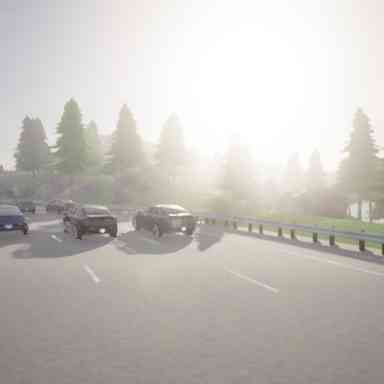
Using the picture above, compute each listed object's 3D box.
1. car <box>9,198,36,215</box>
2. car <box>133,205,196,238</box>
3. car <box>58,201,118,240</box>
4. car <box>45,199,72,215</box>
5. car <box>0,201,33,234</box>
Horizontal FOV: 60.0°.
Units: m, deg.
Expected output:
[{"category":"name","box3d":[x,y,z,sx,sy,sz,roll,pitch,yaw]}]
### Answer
[{"category":"car","box3d":[-16.084,1.342,30.820,2.128,1.511,4.902,0,0,-43]},{"category":"car","box3d":[-1.593,1.426,17.487,1.837,1.490,4.892,0,0,-30]},{"category":"car","box3d":[-5.217,1.427,16.761,1.837,1.490,4.892,0,0,-31]},{"category":"car","box3d":[-12.677,1.375,32.316,1.812,1.442,4.674,0,0,-42]},{"category":"car","box3d":[-9.935,1.440,17.640,1.812,1.442,4.674,0,0,-34]}]
